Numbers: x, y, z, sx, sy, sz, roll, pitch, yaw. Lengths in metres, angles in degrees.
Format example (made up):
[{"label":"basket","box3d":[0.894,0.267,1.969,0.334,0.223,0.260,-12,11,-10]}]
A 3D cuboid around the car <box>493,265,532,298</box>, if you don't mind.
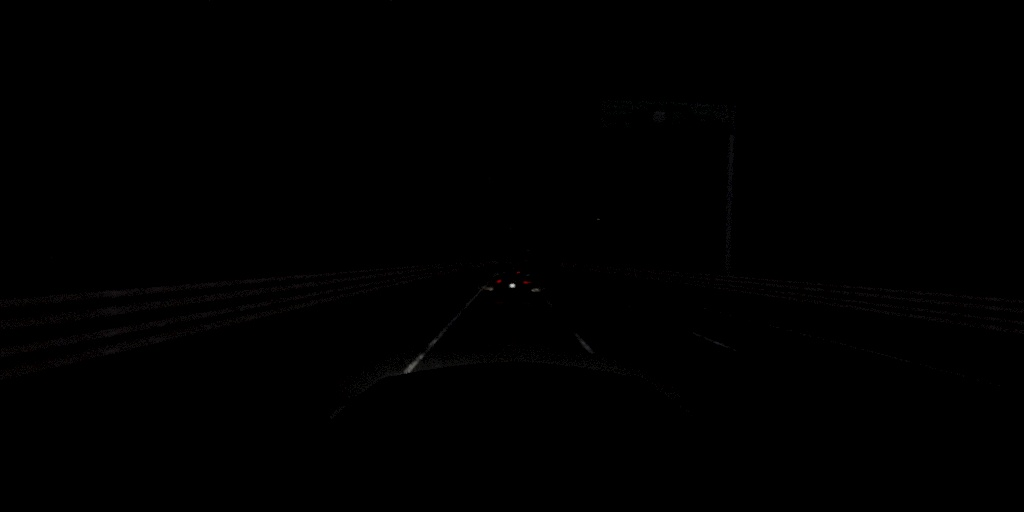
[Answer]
[{"label":"car","box3d":[0.016,1.408,19.387,1.994,1.385,4.181,2,0,0]}]
